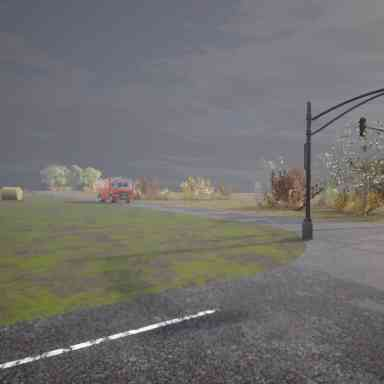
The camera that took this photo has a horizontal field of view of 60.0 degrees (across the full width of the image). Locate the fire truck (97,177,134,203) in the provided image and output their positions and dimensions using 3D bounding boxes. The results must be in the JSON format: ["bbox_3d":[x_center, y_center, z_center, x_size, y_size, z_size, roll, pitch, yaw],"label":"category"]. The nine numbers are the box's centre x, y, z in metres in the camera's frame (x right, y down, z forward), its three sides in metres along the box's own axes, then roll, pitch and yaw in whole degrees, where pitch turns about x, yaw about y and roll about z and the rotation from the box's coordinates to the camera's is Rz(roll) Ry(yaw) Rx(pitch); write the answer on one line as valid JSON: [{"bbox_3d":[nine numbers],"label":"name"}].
[{"bbox_3d":[-11.714,-0.354,50.084,2.891,3.827,8.468,1,0,-32],"label":"fire truck"}]
